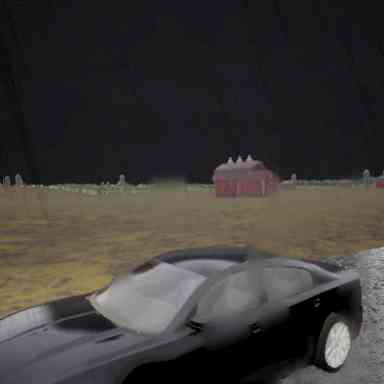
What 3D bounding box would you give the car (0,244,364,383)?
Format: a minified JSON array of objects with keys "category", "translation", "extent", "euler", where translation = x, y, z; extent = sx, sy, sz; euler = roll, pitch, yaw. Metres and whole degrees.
[{"category":"car","translation":[0.105,1.475,4.062],"extent":[5.008,1.535,1.882],"euler":[0,0,-36]}]
